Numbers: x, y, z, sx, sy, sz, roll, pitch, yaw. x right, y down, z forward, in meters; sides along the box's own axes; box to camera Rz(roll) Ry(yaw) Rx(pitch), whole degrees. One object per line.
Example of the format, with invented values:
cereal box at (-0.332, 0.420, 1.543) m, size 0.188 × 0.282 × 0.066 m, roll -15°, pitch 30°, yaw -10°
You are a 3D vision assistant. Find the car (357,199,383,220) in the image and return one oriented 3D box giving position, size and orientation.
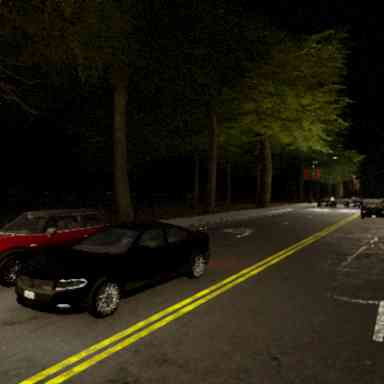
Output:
car at (14.922, 1.540, 26.988) m, size 1.895 × 1.301 × 4.718 m, roll 0°, pitch 0°, yaw 32°

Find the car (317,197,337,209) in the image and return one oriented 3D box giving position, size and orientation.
car at (18.077, 1.393, 44.447) m, size 2.128 × 1.511 × 4.902 m, roll 0°, pitch 0°, yaw 33°

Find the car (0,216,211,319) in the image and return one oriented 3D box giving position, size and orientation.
car at (-1.390, 1.442, 7.686) m, size 1.882 × 1.535 × 5.008 m, roll 0°, pitch 0°, yaw 32°

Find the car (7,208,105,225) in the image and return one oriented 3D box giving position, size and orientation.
car at (-4.166, 1.302, 9.375) m, size 2.097 × 1.767 × 4.553 m, roll 0°, pitch 0°, yaw 32°

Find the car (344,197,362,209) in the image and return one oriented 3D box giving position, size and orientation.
car at (20.823, 1.407, 42.709) m, size 2.128 × 1.511 × 4.902 m, roll 0°, pitch 0°, yaw 33°
